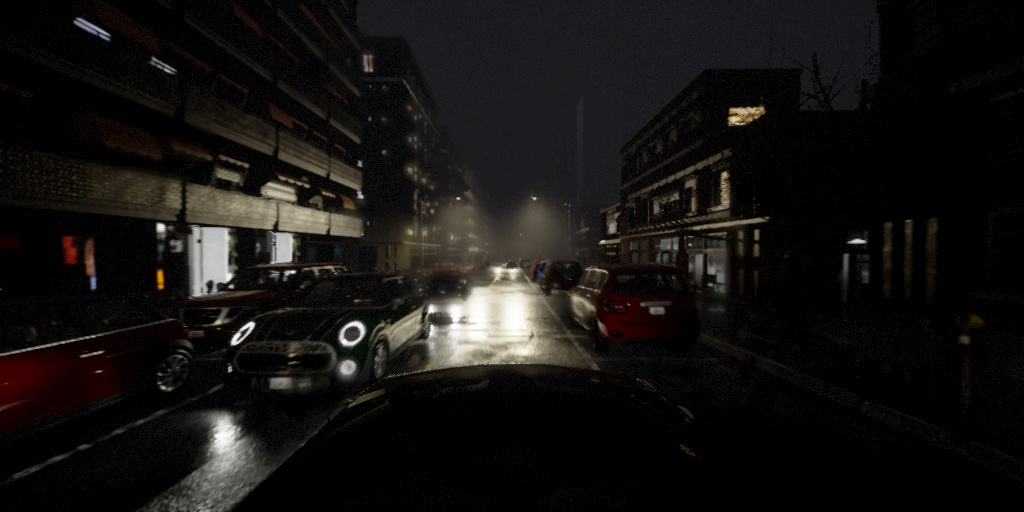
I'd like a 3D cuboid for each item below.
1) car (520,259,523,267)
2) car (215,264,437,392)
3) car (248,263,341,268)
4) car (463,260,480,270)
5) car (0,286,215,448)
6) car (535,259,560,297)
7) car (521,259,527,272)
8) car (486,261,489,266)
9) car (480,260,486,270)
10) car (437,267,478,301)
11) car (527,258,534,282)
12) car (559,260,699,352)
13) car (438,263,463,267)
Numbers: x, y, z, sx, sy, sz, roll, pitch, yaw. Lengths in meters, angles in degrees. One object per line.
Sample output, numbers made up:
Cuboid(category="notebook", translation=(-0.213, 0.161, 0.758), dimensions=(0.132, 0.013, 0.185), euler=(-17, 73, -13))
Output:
Cuboid(category="car", translation=(2.658, 1.582, 57.317), dimensions=(1.948, 1.339, 4.313), euler=(0, 0, 0))
Cuboid(category="car", translation=(-3.082, 1.129, 7.043), dimensions=(2.097, 1.767, 4.553), euler=(0, 0, 0))
Cuboid(category="car", translation=(-5.691, 1.100, 8.993), dimensions=(2.192, 1.841, 5.009), euler=(0, 0, 0))
Cuboid(category="car", translation=(-5.691, 1.406, 46.843), dimensions=(1.967, 1.591, 4.097), euler=(0, 0, 0))
Cuboid(category="car", translation=(-5.691, 1.198, 3.586), dimensions=(1.967, 1.591, 4.097), euler=(0, 0, 0))
Cuboid(category="car", translation=(2.690, 1.153, 19.800), dimensions=(2.192, 1.841, 5.009), euler=(0, 0, 0))
Cuboid(category="car", translation=(2.691, 1.550, 51.745), dimensions=(2.007, 1.370, 4.403), euler=(0, 0, 0))
Cuboid(category="car", translation=(-5.689, 1.480, 62.847), dimensions=(1.967, 1.591, 4.097), euler=(0, 0, 0))
Cuboid(category="car", translation=(-5.690, 1.540, 57.097), dimensions=(1.751, 1.417, 4.829), euler=(0, 0, 0))
Cuboid(category="car", translation=(-2.999, 1.397, 17.565), dimensions=(1.994, 1.385, 4.181), euler=(0, 0, 0))
Cuboid(category="car", translation=(2.690, 1.205, 30.614), dimensions=(2.192, 1.841, 5.009), euler=(0, 0, 0))
Cuboid(category="car", translation=(2.690, 1.100, 8.986), dimensions=(2.192, 1.841, 5.009), euler=(0, 0, 0))
Cuboid(category="car", translation=(-5.691, 1.329, 30.621), dimensions=(1.967, 1.591, 4.097), euler=(0, 0, 0))
